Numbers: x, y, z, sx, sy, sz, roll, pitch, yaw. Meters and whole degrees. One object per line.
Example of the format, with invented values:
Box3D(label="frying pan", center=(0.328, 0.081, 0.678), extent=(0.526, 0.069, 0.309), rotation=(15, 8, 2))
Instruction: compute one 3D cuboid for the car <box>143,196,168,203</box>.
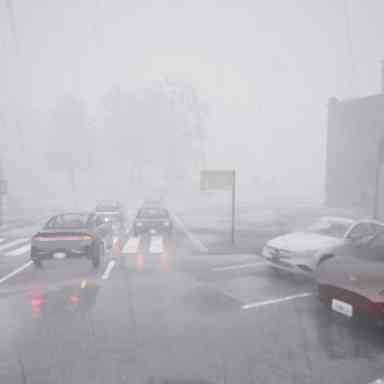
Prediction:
Box3D(label="car", center=(-2.957, 1.072, 26.521), extent=(2.128, 1.511, 4.902), rotation=(0, 3, -2))

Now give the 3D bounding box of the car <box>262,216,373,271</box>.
Box3D(label="car", center=(4.143, 1.422, 9.295), extent=(4.674, 1.452, 2.002), rotation=(0, 1, -27))

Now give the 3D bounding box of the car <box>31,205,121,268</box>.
Box3D(label="car", center=(-3.750, 1.423, 11.054), extent=(2.128, 1.511, 4.902), rotation=(0, 0, -7))

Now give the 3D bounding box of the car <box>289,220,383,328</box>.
Box3D(label="car", center=(4.498, 1.432, 6.354), extent=(4.792, 1.488, 2.163), rotation=(0, 1, -27))

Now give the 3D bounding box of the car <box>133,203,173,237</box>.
Box3D(label="car", center=(-2.059, 1.465, 17.325), extent=(1.895, 1.301, 4.718), rotation=(0, 1, -8))

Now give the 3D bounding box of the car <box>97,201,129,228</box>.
Box3D(label="car", center=(-5.029, 1.295, 20.614), extent=(2.128, 1.511, 4.902), rotation=(0, 2, -7))

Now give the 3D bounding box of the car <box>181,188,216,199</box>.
Box3D(label="car", center=(0.888, 0.102, 41.313), extent=(1.895, 1.301, 4.718), rotation=(5, 7, 43))
